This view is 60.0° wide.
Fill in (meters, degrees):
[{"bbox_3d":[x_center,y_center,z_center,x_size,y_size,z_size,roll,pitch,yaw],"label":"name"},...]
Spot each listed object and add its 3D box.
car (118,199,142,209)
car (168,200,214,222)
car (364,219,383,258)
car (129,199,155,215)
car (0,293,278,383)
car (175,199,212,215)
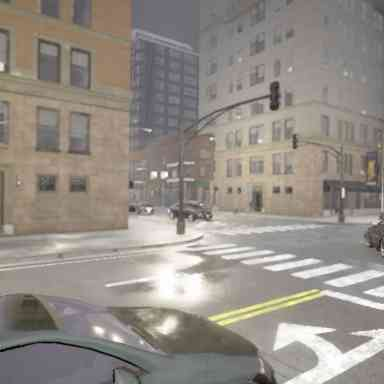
[{"bbox_3d":[-9.355,1.758,49.949,1.802,1.307,4.206,1,-1,-35],"label":"car"},{"bbox_3d":[-0.173,1.624,27.463,1.837,1.490,4.892,1,0,-35],"label":"car"},{"bbox_3d":[8.116,1.685,12.863,1.994,1.385,4.181,1,0,18],"label":"car"},{"bbox_3d":[-5.667,1.602,35.234,2.128,1.511,4.902,1,0,-35],"label":"car"},{"bbox_3d":[-1.242,1.568,2.553,4.181,1.385,1.994,1,0,-36],"label":"car"},{"bbox_3d":[0.094,1.622,36.593,1.967,1.590,4.097,1,-1,-35],"label":"car"}]
